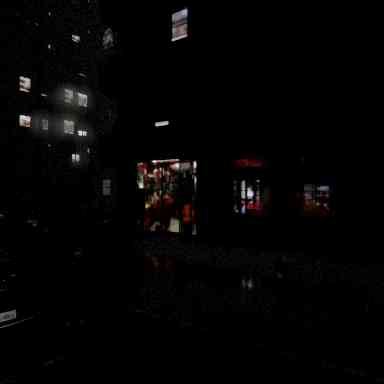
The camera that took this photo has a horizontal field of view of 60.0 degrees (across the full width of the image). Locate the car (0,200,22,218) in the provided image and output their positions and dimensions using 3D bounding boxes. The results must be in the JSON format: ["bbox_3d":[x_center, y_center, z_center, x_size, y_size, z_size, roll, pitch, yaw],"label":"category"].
[{"bbox_3d":[-13.963,1.350,26.072,2.008,1.369,4.403,1,1,35],"label":"car"}]

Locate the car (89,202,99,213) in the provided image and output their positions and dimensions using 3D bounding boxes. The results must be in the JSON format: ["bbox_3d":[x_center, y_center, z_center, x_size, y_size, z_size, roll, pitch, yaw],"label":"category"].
[{"bbox_3d":[-10.867,1.250,30.492,1.752,1.417,4.829,1,1,35],"label":"car"}]

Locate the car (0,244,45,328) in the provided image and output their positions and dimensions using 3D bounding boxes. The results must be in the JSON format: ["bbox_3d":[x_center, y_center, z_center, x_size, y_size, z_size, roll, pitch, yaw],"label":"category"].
[{"bbox_3d":[-4.430,1.551,6.047,4.403,1.369,2.008,0,0,36],"label":"car"}]

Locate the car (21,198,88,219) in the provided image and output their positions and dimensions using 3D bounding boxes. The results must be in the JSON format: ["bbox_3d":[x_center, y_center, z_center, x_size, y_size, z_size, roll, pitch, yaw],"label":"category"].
[{"bbox_3d":[-10.684,1.334,26.257,1.994,1.385,4.181,0,1,35],"label":"car"}]
